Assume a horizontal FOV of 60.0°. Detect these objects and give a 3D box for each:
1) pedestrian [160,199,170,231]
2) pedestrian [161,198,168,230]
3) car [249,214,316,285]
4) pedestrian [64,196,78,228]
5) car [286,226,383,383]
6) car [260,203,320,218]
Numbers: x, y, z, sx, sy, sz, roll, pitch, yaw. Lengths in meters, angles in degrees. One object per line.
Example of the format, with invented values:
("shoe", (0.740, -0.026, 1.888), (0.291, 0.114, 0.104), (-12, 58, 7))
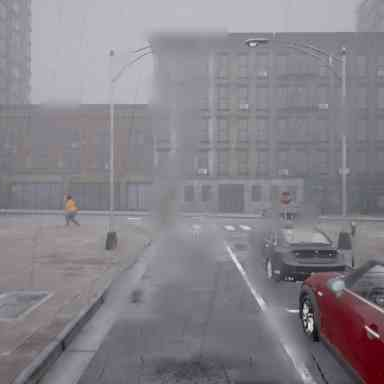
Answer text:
("pedestrian", (-1.568, 1.298, 19.214), (0.375, 1.860, 0.375), (0, 0, 0))
("pedestrian", (-1.620, 1.299, 19.934), (0.375, 1.860, 0.375), (0, 0, 0))
("car", (2.693, 1.553, 9.274), (2.008, 1.369, 4.403), (0, 0, 0))
("pedestrian", (-6.774, 1.068, 18.657), (0.375, 1.860, 0.375), (0, 0, 0))
("car", (2.664, 1.441, 3.771), (1.967, 1.590, 4.097), (0, 0, 0))
("car", (8.316, 1.716, 28.334), (4.902, 1.511, 2.128), (1, 0, 1))
